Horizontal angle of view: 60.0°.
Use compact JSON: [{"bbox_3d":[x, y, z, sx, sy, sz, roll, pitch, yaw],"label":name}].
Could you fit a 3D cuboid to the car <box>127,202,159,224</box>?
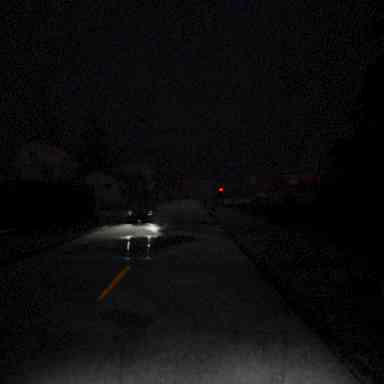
[{"bbox_3d":[-4.003,1.654,27.622,2.097,1.767,4.553,0,-1,0],"label":"car"}]
